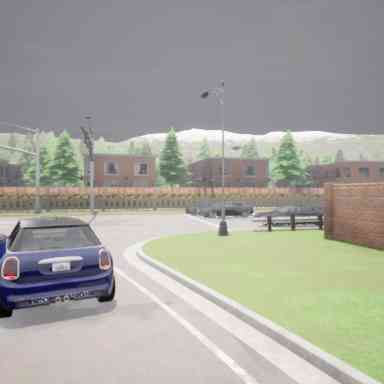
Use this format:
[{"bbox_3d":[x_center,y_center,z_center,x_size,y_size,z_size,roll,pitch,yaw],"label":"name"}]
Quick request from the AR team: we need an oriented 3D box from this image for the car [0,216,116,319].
[{"bbox_3d":[-3.351,1.351,7.791,2.097,1.767,4.553,0,0,-29],"label":"car"}]

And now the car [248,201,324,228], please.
[{"bbox_3d":[6.780,1.546,22.117,5.357,1.411,2.033,0,0,-14],"label":"car"}]

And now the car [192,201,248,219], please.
[{"bbox_3d":[2.871,1.490,28.353,4.902,1.511,2.128,0,0,-14],"label":"car"}]

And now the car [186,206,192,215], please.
[{"bbox_3d":[1.506,1.562,31.618,4.181,1.385,1.994,0,0,-14],"label":"car"}]
